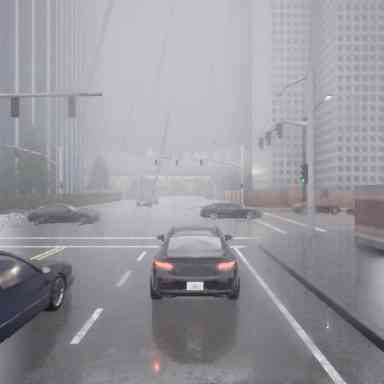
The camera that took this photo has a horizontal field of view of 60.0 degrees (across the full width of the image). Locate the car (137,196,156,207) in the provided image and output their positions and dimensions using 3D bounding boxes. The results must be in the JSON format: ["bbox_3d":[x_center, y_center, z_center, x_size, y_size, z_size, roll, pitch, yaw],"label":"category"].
[{"bbox_3d":[-7.147,1.491,50.240,2.128,1.511,4.902,0,0,0],"label":"car"}]

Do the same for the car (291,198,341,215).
[{"bbox_3d":[12.378,1.352,33.492,4.553,1.767,2.097,0,0,0],"label":"car"}]

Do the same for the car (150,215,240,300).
[{"bbox_3d":[0.069,1.526,8.286,1.812,1.442,4.674,0,0,0],"label":"car"}]

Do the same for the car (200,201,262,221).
[{"bbox_3d":[3.051,1.505,26.235,4.892,1.490,1.837,0,0,-1],"label":"car"}]

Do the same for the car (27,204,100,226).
[{"bbox_3d":[-8.634,1.526,22.552,4.674,1.442,1.812,0,0,-1],"label":"car"}]

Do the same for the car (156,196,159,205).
[{"bbox_3d":[-7.132,1.491,60.301,2.128,1.511,4.902,0,0,0],"label":"car"}]

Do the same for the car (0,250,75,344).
[{"bbox_3d":[-3.446,1.547,4.690,2.033,1.411,5.357,0,0,0],"label":"car"}]

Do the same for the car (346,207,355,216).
[{"bbox_3d":[16.852,1.547,29.974,5.357,1.411,2.033,0,0,0],"label":"car"}]
